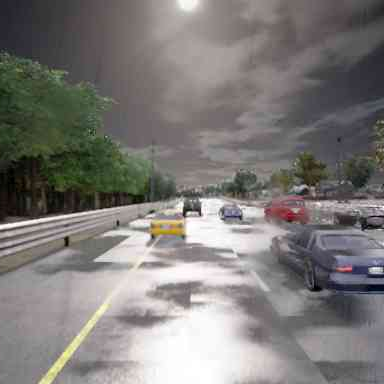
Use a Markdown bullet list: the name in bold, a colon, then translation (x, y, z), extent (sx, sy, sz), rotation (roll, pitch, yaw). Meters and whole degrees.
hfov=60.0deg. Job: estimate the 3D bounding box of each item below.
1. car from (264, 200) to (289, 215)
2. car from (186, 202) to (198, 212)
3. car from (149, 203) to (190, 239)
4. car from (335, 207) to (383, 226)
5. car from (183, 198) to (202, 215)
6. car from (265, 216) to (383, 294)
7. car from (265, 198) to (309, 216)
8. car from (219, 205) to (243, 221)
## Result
- **car**: translation (10.615, 1.907, 42.130), extent (2.097, 1.767, 4.553), rotation (0, -1, 0)
- **car**: translation (0.021, 2.341, 53.355), extent (1.812, 1.442, 4.674), rotation (0, -2, 0)
- **car**: translation (-1.217, 1.629, 18.321), extent (1.801, 1.575, 5.366), rotation (0, -1, 0)
- **car**: translation (10.608, 1.696, 20.787), extent (2.128, 1.511, 4.902), rotation (0, -1, 0)
- **car**: translation (0.053, 1.745, 40.376), extent (2.150, 2.045, 5.566), rotation (0, -1, 0)
- **car**: translation (3.604, 1.607, 9.024), extent (2.033, 1.411, 5.357), rotation (0, -1, 0)
- **car**: translation (7.111, 1.490, 25.410), extent (2.150, 2.045, 5.566), rotation (0, -1, 0)
- **car**: translation (3.613, 1.908, 31.538), extent (2.033, 1.411, 5.357), rotation (0, -1, 0)
